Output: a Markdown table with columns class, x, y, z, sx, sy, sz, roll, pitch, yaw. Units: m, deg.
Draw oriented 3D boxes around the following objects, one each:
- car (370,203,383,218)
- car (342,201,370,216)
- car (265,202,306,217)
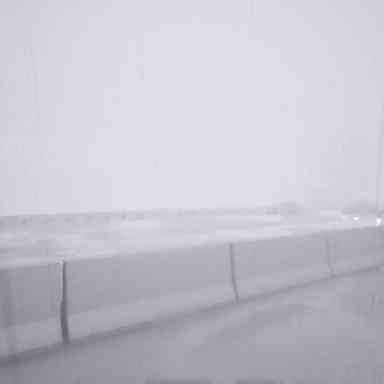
| class | x | y | z | sx | sy | sz | roll | pitch | yaw |
| --- | --- | --- | --- | --- | --- | --- | --- | --- | --- |
| car | 18.734 | 1.615 | 30.136 | 5.357 | 1.411 | 2.033 | 0 | 0 | -35 |
| car | 16.733 | 1.629 | 33.011 | 4.181 | 1.385 | 1.994 | 0 | 0 | -35 |
| car | 8.995 | 1.610 | 31.849 | 4.181 | 1.385 | 1.994 | 0 | 0 | -35 |
